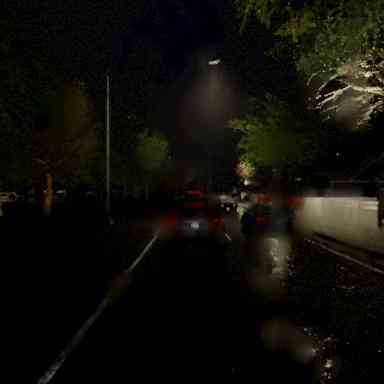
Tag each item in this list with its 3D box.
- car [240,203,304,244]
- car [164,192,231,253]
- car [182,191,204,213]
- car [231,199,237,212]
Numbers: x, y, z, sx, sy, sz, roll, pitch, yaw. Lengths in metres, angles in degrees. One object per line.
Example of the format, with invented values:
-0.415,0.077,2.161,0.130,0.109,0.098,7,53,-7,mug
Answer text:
3.595,1.287,15.691,2.097,1.767,4.553,0,0,0,car
0.091,1.171,13.565,2.150,2.045,5.566,0,1,0,car
0.087,0.987,35.700,2.150,2.045,5.566,0,1,0,car
3.595,1.370,35.357,1.895,1.301,4.718,0,1,0,car
